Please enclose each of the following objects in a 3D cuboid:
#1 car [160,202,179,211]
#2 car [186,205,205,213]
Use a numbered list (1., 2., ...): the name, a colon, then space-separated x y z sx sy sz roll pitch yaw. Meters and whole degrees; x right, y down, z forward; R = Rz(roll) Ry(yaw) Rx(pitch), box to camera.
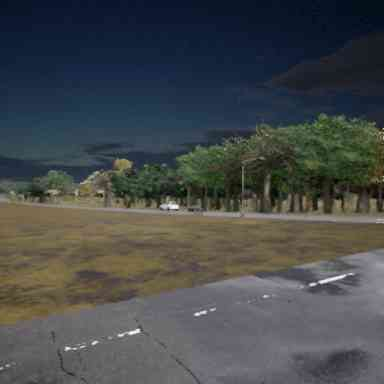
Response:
1. car: -5.085 3.185 74.298 2.150 2.045 5.566 1 -2 -33
2. car: 0.638 3.326 65.539 1.837 1.490 4.892 1 -2 -33
